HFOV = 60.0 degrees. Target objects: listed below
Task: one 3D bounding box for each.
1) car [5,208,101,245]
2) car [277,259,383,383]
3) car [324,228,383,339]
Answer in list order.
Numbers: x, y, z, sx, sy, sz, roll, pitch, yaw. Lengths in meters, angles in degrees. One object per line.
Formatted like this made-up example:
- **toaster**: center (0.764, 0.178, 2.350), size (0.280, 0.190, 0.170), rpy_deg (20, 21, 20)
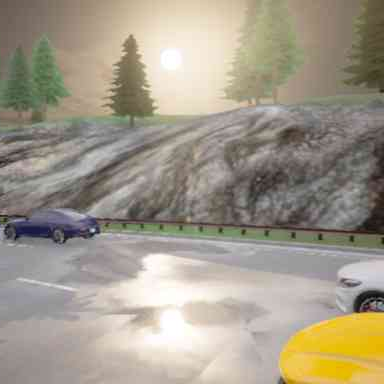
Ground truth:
- **car**: center (-6.295, 1.453, 15.041), size (4.674, 1.442, 1.812), rpy_deg (0, 0, 25)
- **car**: center (2.930, 1.449, 1.726), size (5.008, 1.535, 1.882), rpy_deg (0, 0, 37)
- **car**: center (4.592, 1.468, 4.800), size (4.674, 1.442, 1.812), rpy_deg (0, 0, 37)
